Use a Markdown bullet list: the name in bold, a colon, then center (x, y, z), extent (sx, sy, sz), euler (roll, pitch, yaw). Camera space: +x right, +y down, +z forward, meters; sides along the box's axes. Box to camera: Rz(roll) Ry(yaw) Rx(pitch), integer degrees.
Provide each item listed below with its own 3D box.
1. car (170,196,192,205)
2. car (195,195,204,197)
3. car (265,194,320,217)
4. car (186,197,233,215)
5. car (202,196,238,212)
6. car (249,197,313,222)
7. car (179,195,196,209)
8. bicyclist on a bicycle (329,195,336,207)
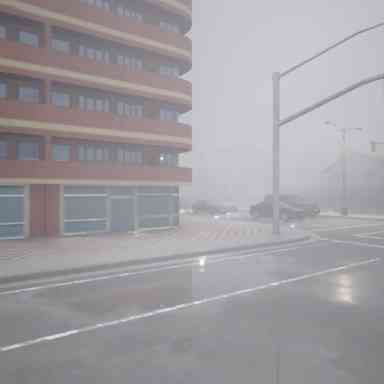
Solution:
- **car**: center (-2.064, 1.526, 60.548), extent (1.812, 1.442, 4.674), euler (0, 0, -34)
- **car**: center (0.787, 1.352, 62.494), extent (2.097, 1.767, 4.553), euler (0, 0, -35)
- **car**: center (8.854, 1.221, 30.344), extent (2.150, 2.045, 5.566), euler (0, 0, -34)
- **car**: center (1.744, 1.526, 34.491), extent (1.812, 1.442, 4.674), euler (0, 0, -35)
- **car**: center (3.315, 1.526, 38.390), extent (1.812, 1.442, 4.674), euler (0, 0, -35)
- **car**: center (6.867, 1.478, 27.014), extent (1.882, 1.535, 5.008), euler (0, 0, -34)
- **car**: center (-1.929, 1.505, 45.993), extent (1.837, 1.490, 4.892), euler (0, 0, -34)
- **bicyclist on a bicycle**: center (19.354, 1.301, 45.898), extent (1.656, 1.620, 0.582), euler (0, 0, -35)
